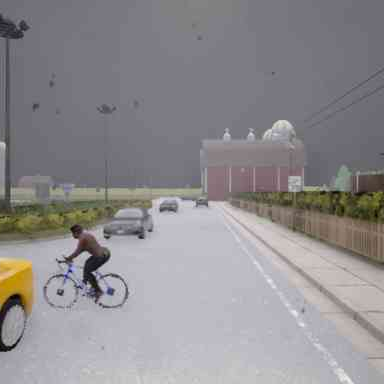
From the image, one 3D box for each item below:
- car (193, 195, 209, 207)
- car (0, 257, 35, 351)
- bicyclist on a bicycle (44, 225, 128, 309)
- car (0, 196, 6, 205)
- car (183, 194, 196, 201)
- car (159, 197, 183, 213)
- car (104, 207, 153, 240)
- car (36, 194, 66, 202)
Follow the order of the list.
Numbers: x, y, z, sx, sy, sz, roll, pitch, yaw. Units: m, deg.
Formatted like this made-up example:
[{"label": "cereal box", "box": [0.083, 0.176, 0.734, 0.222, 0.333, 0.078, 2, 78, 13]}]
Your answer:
[{"label": "car", "box": [1.529, 1.505, 50.914, 1.837, 1.490, 4.892, 0, 0, 2]}, {"label": "car", "box": [-3.538, 1.478, 3.371, 1.882, 1.535, 5.008, 0, 0, 2]}, {"label": "bicyclist on a bicycle", "box": [-2.041, 1.452, 6.372, 1.656, 1.620, 0.582, -1, 0, 2]}, {"label": "car", "box": [-24.858, 1.310, 40.143, 4.605, 1.855, 1.932, 0, 0, 1]}, {"label": "car", "box": [-0.823, 1.299, 78.042, 4.553, 1.767, 2.097, 0, 0, 39]}, {"label": "car", "box": [-2.485, 1.547, 36.990, 2.033, 1.411, 5.357, 0, 0, 2]}, {"label": "car", "box": [-3.137, 1.526, 17.269, 1.812, 1.442, 4.674, 0, 0, 2]}, {"label": "car", "box": [-19.014, 1.115, 45.282, 1.837, 1.490, 4.892, 0, 0, 22]}]
